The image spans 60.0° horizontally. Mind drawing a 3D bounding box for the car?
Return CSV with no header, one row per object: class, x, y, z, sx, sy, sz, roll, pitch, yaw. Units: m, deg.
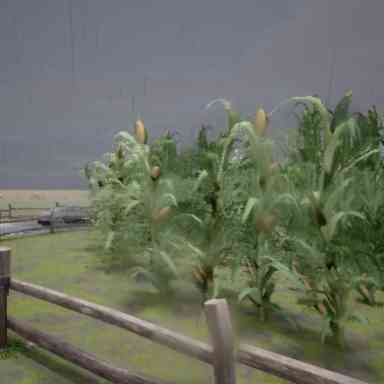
car,-8.267,1.606,22.600,1.994,1.385,4.181,1,0,35
